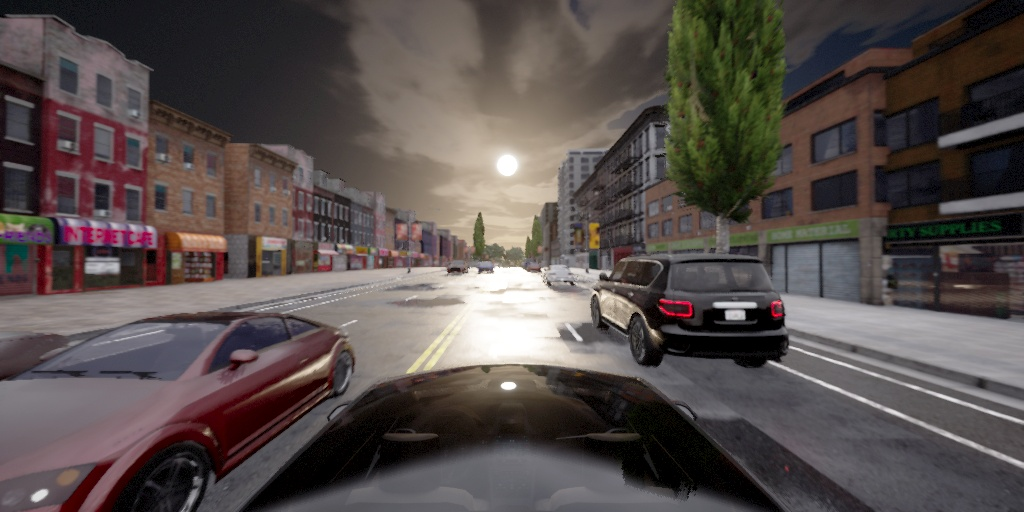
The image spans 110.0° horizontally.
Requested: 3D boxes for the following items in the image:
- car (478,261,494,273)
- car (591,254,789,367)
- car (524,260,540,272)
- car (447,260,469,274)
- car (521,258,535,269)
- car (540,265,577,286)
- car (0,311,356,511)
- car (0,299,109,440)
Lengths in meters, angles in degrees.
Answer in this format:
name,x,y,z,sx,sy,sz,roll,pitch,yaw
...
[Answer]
name,x,y,z,sx,sy,sz,roll,pitch,yaw
car,-3.321,1.438,46.542,1.882,1.535,5.008,0,-1,0
car,3.348,0.981,8.056,2.150,2.045,5.566,0,0,0
car,3.253,1.606,52.831,1.994,1.385,4.181,0,-1,0
car,-6.579,1.285,43.816,2.097,1.767,4.553,0,0,0
car,3.254,1.446,63.866,2.150,2.045,5.566,0,-1,0
car,3.349,1.357,26.133,1.812,1.442,4.674,0,0,0
car,-3.348,1.316,3.716,1.994,1.385,4.181,0,0,0
car,-6.601,1.297,2.285,2.033,1.411,5.357,0,0,0
